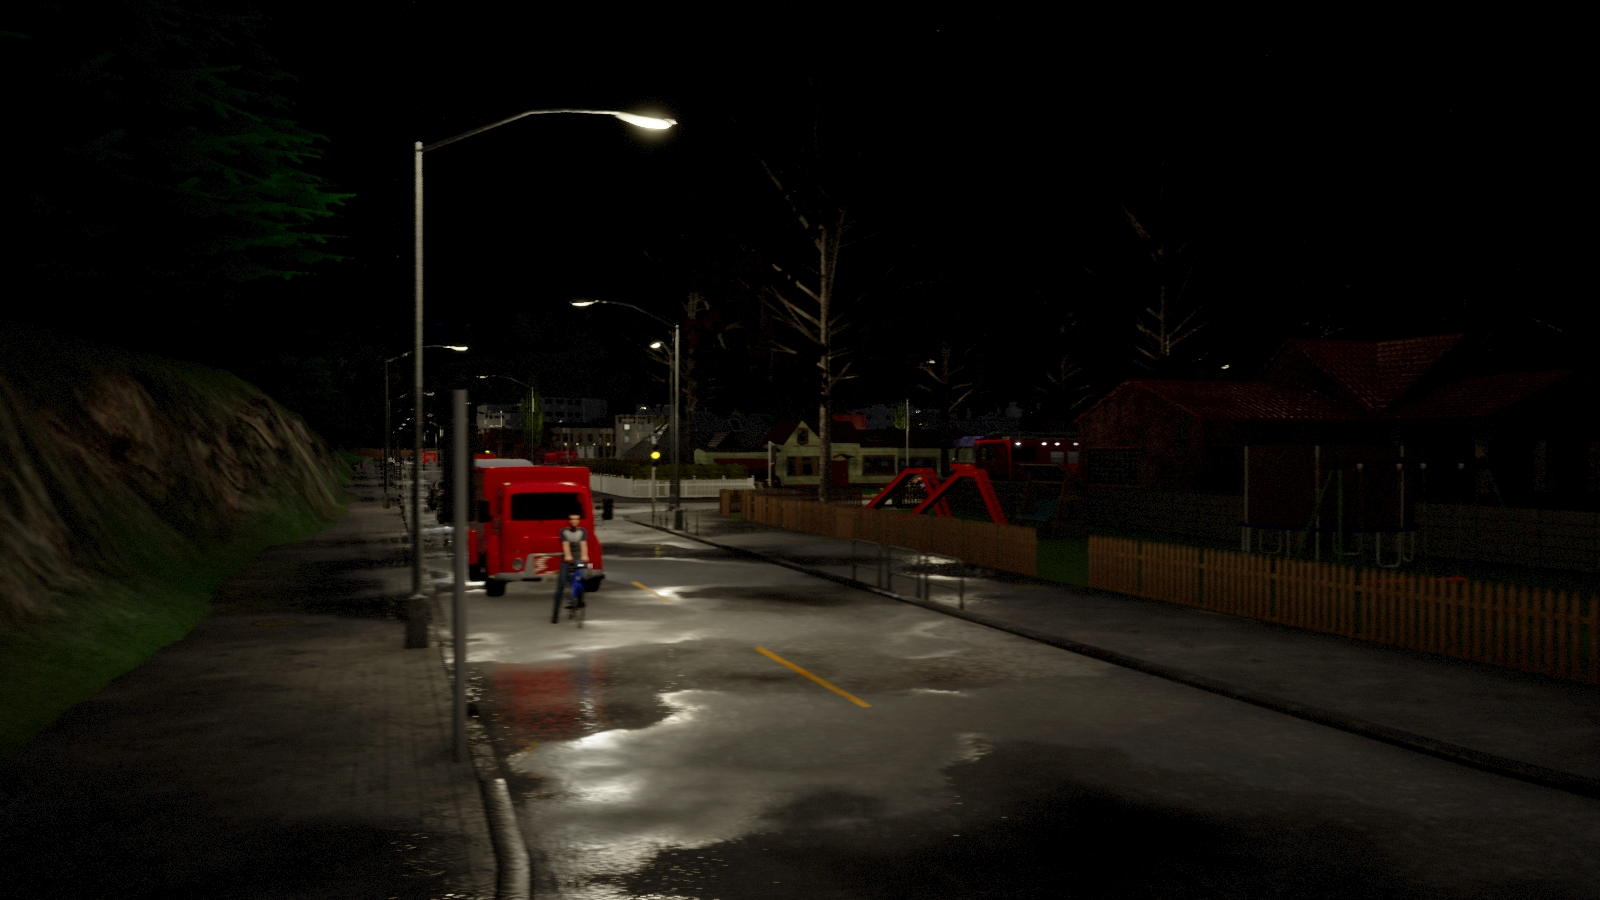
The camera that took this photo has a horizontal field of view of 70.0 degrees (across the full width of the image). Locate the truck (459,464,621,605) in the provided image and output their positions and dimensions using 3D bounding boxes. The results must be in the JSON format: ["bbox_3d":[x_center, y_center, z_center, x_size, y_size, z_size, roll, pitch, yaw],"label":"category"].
[{"bbox_3d":[-5.508,1.568,23.568,2.627,2.467,5.204,0,0,-20],"label":"truck"}]

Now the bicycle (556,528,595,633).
[{"bbox_3d":[-3.626,2.056,18.390,0.373,1.496,1.643,0,0,-20],"label":"bicycle"}]
